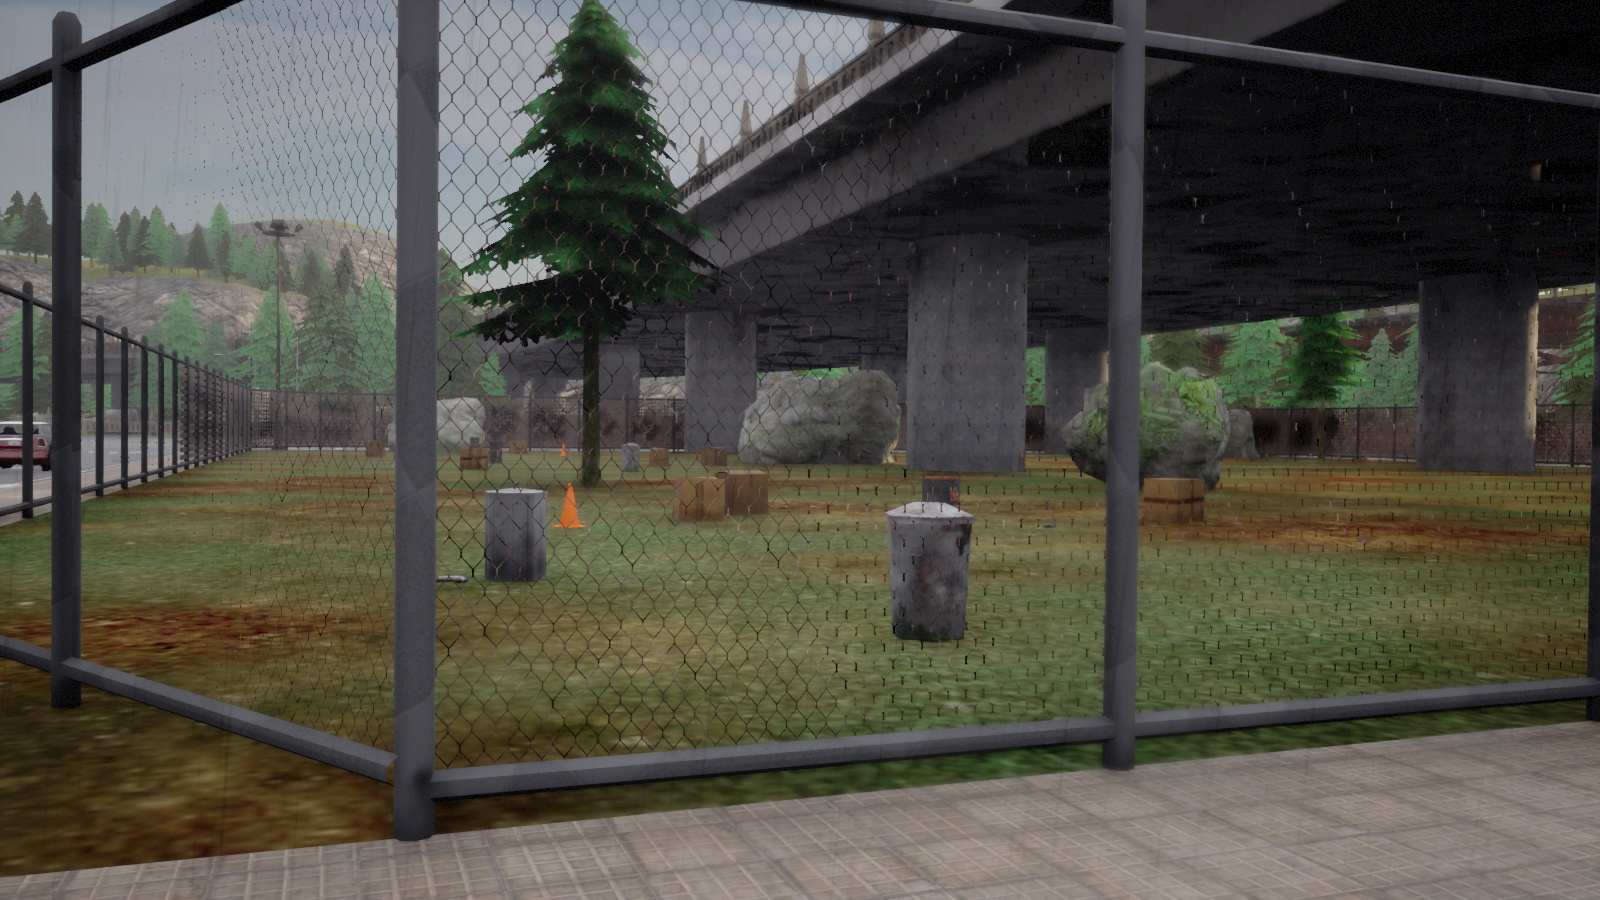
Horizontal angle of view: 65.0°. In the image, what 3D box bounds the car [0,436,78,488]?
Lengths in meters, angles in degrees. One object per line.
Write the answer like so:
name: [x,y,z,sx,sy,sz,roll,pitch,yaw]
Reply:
car: [-23.744,0.335,38.682,1.970,1.475,3.806,-1,1,-20]
